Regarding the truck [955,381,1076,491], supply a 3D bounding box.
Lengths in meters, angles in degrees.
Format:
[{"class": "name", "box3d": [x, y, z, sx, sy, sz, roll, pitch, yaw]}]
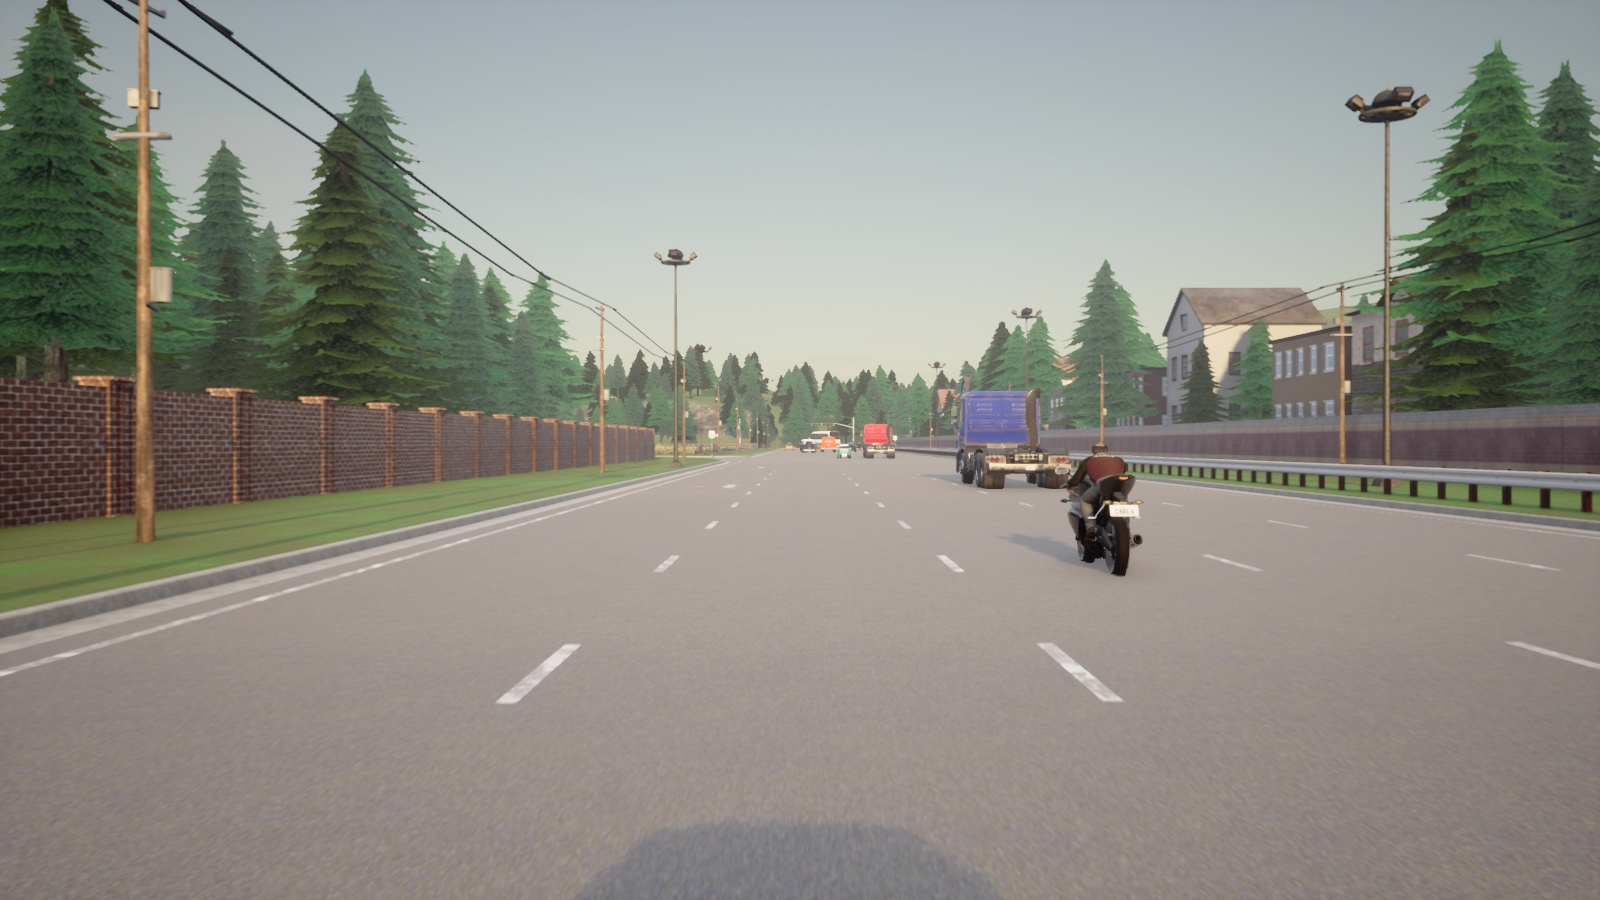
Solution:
[{"class": "truck", "box3d": [7.264, -0.474, 43.448, 2.891, 3.462, 7.936, 0, 0, 0]}]

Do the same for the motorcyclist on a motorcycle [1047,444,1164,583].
[{"class": "motorcyclist on a motorcycle", "box3d": [3.601, 0.700, 15.017, 0.866, 1.530, 2.191, 0, 0, 0]}]
